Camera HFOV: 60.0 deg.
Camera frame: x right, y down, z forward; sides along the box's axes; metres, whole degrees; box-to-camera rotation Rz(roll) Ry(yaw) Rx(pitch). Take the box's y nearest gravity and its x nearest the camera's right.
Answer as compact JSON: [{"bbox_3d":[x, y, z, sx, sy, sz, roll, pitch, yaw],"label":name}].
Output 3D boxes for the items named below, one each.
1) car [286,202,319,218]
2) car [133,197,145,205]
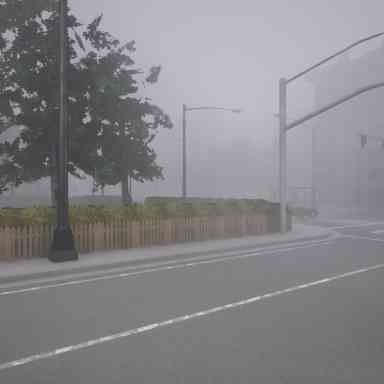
[{"bbox_3d":[8.953,1.601,29.941,1.895,1.301,4.718,0,0,-35],"label":"car"},{"bbox_3d":[-8.218,1.571,54.766,1.812,1.442,4.674,0,0,-35],"label":"car"}]
